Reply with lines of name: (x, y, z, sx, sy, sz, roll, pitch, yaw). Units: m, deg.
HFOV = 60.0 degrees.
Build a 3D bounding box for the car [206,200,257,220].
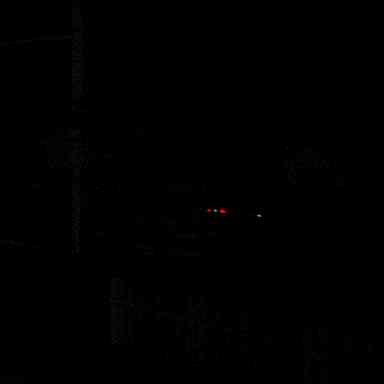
car: (3.159, 1.365, 26.110, 2.033, 1.411, 5.357, 1, 2, 36)
